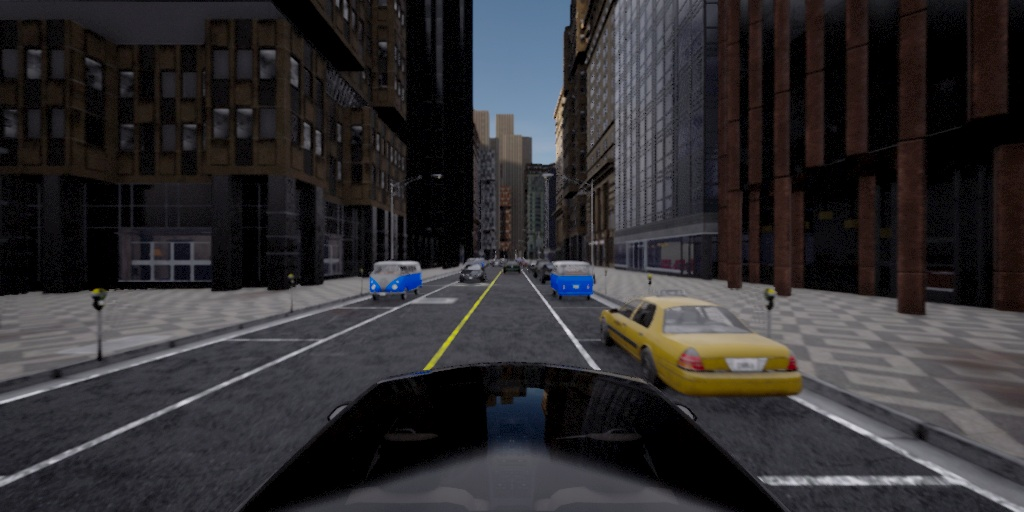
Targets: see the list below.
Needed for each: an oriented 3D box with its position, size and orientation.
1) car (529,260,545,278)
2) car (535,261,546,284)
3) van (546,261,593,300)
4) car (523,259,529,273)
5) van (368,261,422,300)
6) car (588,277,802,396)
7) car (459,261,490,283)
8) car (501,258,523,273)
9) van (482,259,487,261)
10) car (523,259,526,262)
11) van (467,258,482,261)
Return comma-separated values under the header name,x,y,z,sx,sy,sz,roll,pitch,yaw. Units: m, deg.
name,x,y,z,sx,sy,sz,roll,pitch,yaw
car,3.118,1.229,35.586,2.097,1.767,4.553,0,0,0
car,3.149,1.355,28.616,1.837,1.490,4.892,0,0,0
van,2.859,1.152,17.805,1.690,1.789,3.998,0,0,0
car,2.863,1.463,46.048,2.007,1.370,4.403,0,0,0
van,-5.666,1.153,17.799,1.690,1.789,3.998,0,0,0
car,2.857,1.294,6.678,1.751,1.417,4.829,0,0,0
car,-3.094,1.379,29.134,1.812,1.442,4.674,0,0,0
car,0.015,1.290,45.619,2.097,1.767,4.553,0,0,0
van,-5.659,1.313,62.990,1.690,1.789,3.998,0,0,0
car,2.864,1.483,51.697,2.007,1.370,4.403,0,0,0
van,-5.661,1.273,51.692,1.690,1.789,3.998,0,0,0
